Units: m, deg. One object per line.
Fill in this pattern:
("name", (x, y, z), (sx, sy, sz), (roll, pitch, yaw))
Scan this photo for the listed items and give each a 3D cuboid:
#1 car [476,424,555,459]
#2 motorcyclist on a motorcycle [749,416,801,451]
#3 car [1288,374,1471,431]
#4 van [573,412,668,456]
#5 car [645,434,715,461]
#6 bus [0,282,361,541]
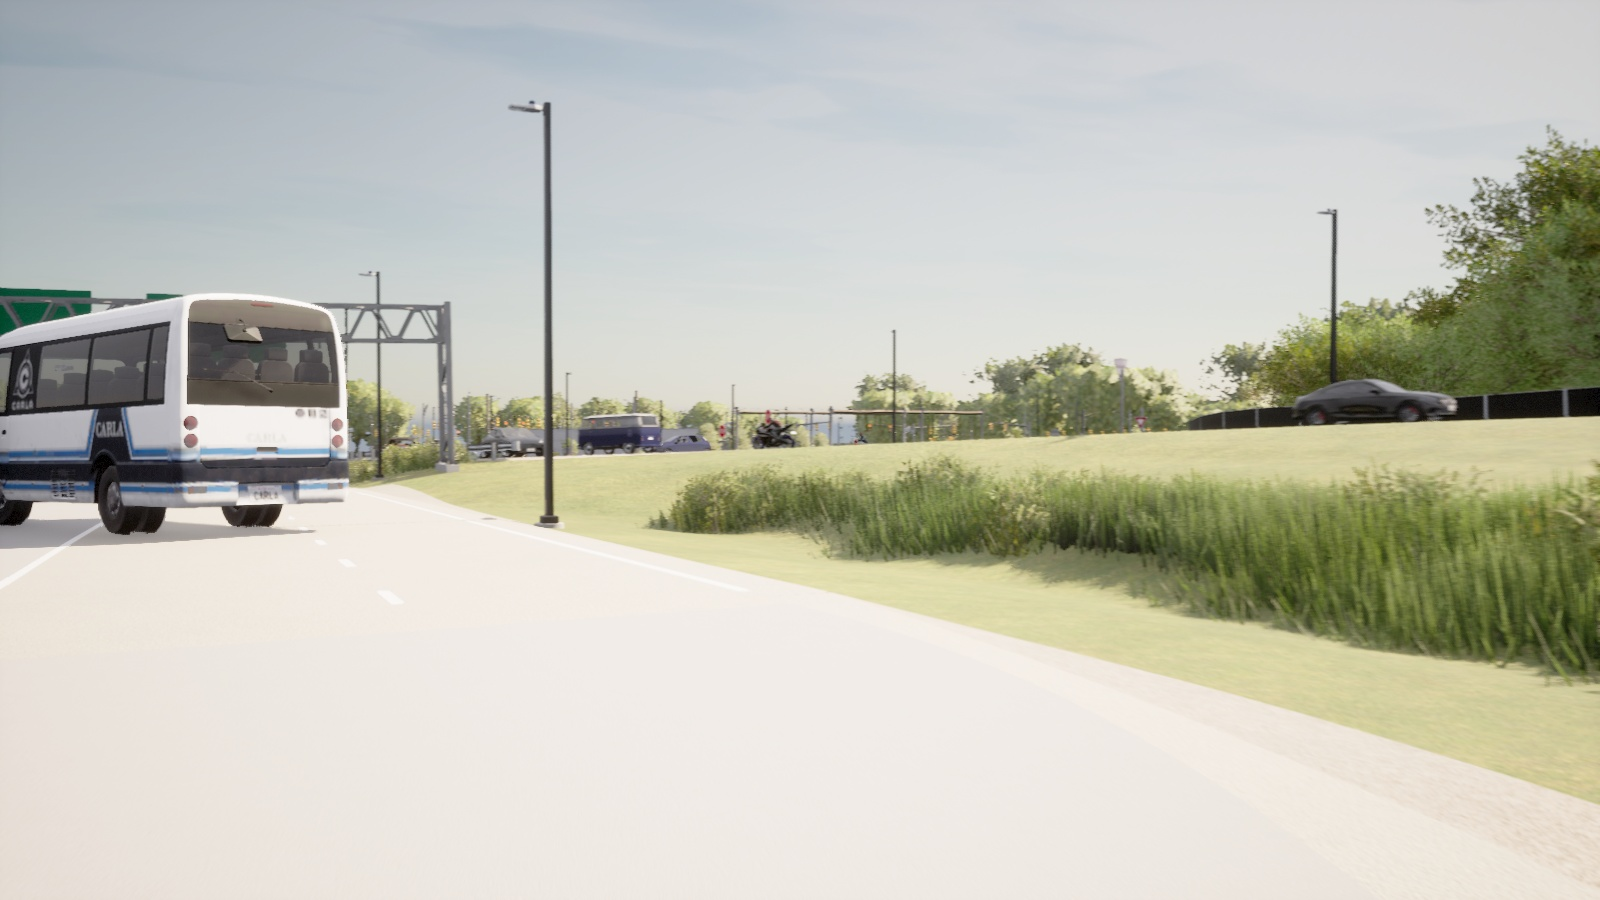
("car", (-13.748, -0.389, 60.493), (2.163, 1.488, 4.792), (-1, 0, -33))
("motorcyclist on a motorcycle", (-1.123, -0.731, 56.279), (2.191, 1.530, 0.866), (-1, 0, 31))
("car", (17.336, -1.385, 37.769), (1.812, 1.442, 4.674), (0, -1, -39))
("van", (-8.755, -0.768, 61.058), (4.442, 1.987, 1.775), (-2, 0, 34))
("car", (-7.039, -0.138, 73.748), (3.633, 1.501, 1.845), (0, -3, -30))
("bus", (-13.498, -0.597, 25.442), (10.273, 4.253, 3.944), (-1, 0, 40))
